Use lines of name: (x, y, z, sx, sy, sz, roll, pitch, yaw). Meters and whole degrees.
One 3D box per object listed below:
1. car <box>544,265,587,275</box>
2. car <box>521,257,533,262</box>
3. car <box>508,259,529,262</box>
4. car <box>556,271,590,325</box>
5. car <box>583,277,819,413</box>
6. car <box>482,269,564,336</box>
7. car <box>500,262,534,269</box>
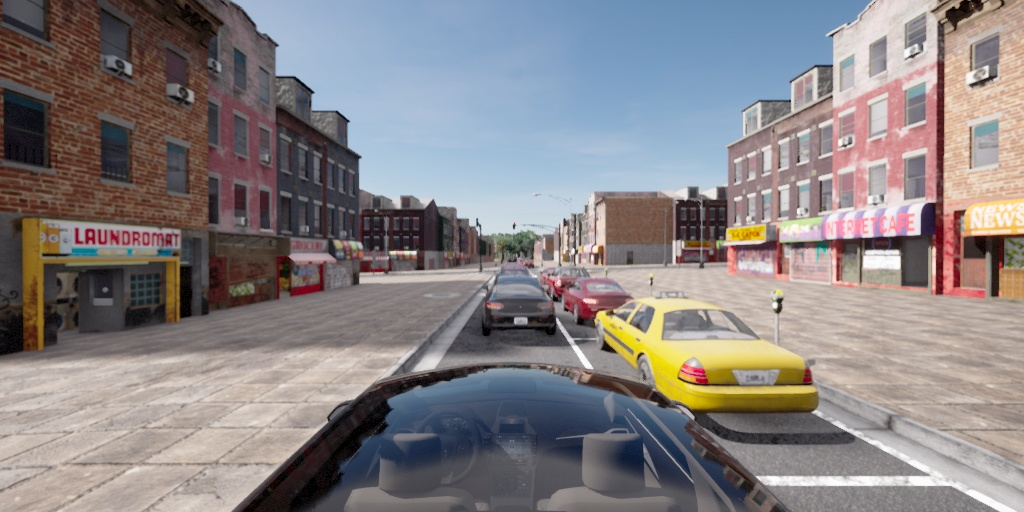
car: (2.649, 1.184, 16.949, 1.967, 1.591, 4.097, 0, 0, 0)
car: (2.684, 1.272, 59.756, 1.967, 1.591, 4.097, 0, 0, 0)
car: (0.086, 1.229, 27.381, 1.882, 1.535, 5.008, 0, 0, 0)
car: (2.644, 1.326, 11.483, 1.802, 1.307, 4.207, 0, 0, 0)
car: (2.640, 1.272, 6.186, 1.751, 1.417, 4.829, 0, 0, 0)
car: (0.120, 1.270, 10.239, 1.812, 1.442, 4.674, 0, 0, -2)
car: (0.101, 1.236, 17.821, 2.128, 1.511, 4.902, 0, 0, 0)
